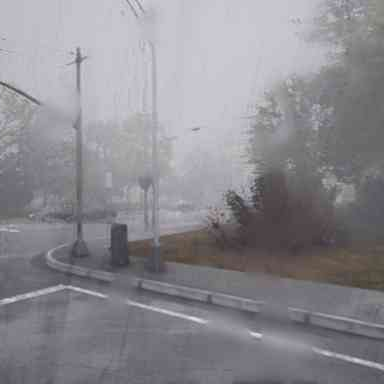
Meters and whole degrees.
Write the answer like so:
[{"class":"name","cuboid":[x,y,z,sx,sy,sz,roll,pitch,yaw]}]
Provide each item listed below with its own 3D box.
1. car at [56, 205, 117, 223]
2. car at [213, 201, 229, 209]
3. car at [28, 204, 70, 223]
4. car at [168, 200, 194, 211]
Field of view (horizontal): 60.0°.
[{"class":"car","cuboid":[-8.666,1.895,28.259,1.895,1.301,4.718,-1,0,32]},{"class":"car","cuboid":[3.831,1.911,48.013,1.895,1.301,4.718,-1,-1,33]},{"class":"car","cuboid":[-12.011,1.828,29.522,2.128,1.511,4.902,-1,0,32]},{"class":"car","cuboid":[-1.434,1.877,46.253,1.812,1.442,4.674,-1,0,32]}]
